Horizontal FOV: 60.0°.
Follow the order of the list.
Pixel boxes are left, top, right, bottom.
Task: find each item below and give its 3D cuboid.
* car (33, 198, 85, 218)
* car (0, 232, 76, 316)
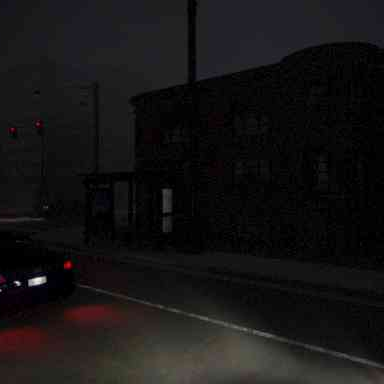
[{"bbox_3d":[-12.007,1.352,30.301,2.097,1.767,4.553,0,0,36],"label":"car"},{"bbox_3d":[-4.388,1.564,7.129,4.181,1.385,1.994,0,0,36],"label":"car"}]
